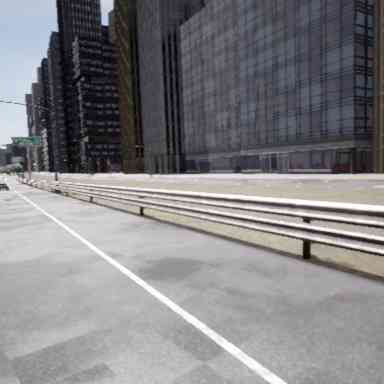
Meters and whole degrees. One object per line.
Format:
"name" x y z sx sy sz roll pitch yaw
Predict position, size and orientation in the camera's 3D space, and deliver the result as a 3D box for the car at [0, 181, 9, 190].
"car" -31.781 -1.020 55.681 2.128 1.511 4.902 -5 5 -30
